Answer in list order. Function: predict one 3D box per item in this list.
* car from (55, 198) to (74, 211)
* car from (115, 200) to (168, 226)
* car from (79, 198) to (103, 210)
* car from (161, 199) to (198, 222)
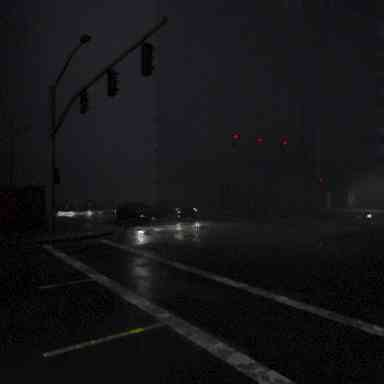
[{"bbox_3d":[-15.827,1.501,40.342,2.128,1.511,4.902,0,0,-35],"label":"car"},{"bbox_3d":[-3.957,1.514,23.825,1.837,1.490,4.892,0,0,-36],"label":"car"},{"bbox_3d":[-12.948,1.538,42.337,1.812,1.442,4.674,0,0,-36],"label":"car"},{"bbox_3d":[-1.480,1.364,26.376,2.097,1.767,4.553,0,0,-36],"label":"car"}]
